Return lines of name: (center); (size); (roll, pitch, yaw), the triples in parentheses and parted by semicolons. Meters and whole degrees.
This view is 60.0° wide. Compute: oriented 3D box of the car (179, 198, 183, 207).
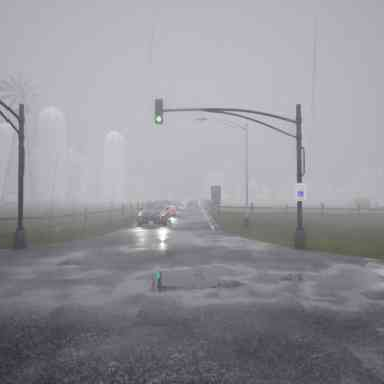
car: (-2.754, 1.900, 45.606); (2.033, 1.411, 5.357); (0, 0, 0)

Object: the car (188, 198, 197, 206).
car: (0.140, 2.015, 67.255); (1.837, 1.490, 4.892); (0, 0, 0)

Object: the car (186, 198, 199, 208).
car: (0.113, 1.920, 56.834); (2.128, 1.511, 4.902); (0, 0, 0)

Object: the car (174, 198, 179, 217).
car: (-2.780, 1.626, 35.061); (2.097, 1.767, 4.553); (0, 0, 0)

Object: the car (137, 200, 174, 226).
car: (-2.829, 1.556, 25.485); (2.097, 1.767, 4.553); (0, 0, 1)
